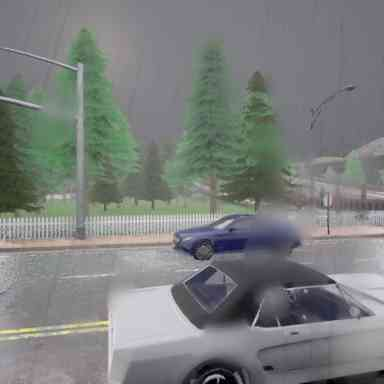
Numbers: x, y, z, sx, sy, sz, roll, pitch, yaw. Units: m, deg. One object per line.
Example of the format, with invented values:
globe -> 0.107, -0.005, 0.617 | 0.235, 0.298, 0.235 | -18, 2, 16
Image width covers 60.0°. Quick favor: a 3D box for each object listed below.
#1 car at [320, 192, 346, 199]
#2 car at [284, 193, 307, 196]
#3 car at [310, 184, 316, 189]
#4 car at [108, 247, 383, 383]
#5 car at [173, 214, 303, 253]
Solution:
car -> 23.889, 0.710, 56.349 | 1.882, 1.535, 5.008 | 0, 5, -15
car -> 19.113, 0.313, 60.525 | 1.994, 1.385, 4.181 | 0, 6, -15
car -> 25.944, -1.239, 75.398 | 2.128, 1.511, 4.902 | 0, 7, -16
car -> 1.328, 1.601, 4.378 | 4.718, 1.301, 1.895 | 0, 0, -14
car -> 1.652, 1.526, 11.870 | 4.674, 1.442, 1.812 | 0, 0, -14
